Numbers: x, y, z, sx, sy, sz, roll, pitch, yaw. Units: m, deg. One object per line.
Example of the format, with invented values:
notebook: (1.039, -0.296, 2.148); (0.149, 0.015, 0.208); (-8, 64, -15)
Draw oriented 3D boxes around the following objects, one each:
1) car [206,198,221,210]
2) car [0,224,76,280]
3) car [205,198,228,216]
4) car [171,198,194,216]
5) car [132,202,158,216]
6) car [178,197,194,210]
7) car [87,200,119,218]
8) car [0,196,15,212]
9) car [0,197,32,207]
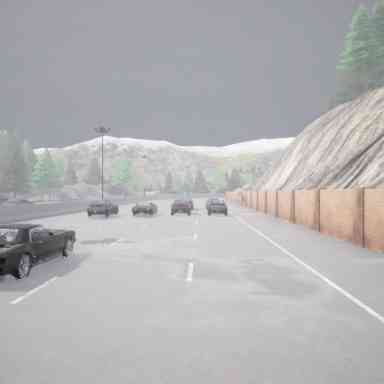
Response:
car: (2.740, 1.526, 43.241); (1.812, 1.442, 4.674); (0, 0, 2)
car: (-5.181, 1.601, 9.965); (1.895, 1.301, 4.718); (0, 0, 2)
car: (2.454, 1.491, 32.798); (2.128, 1.511, 4.902); (0, 0, 1)
car: (-1.041, 1.505, 33.039); (1.837, 1.490, 4.892); (0, 0, 1)
car: (-4.549, 1.601, 32.751); (1.895, 1.301, 4.718); (0, 0, 2)
car: (-0.754, 1.478, 43.480); (1.882, 1.535, 5.008); (0, 0, 2)
car: (-8.108, 1.491, 30.608); (2.128, 1.511, 4.902); (0, 0, 2)
car: (-22.035, 1.353, 37.107); (2.097, 1.767, 4.553); (0, 0, 2)
car: (-18.611, 1.507, 35.014); (1.837, 1.490, 4.892); (0, -1, 2)
